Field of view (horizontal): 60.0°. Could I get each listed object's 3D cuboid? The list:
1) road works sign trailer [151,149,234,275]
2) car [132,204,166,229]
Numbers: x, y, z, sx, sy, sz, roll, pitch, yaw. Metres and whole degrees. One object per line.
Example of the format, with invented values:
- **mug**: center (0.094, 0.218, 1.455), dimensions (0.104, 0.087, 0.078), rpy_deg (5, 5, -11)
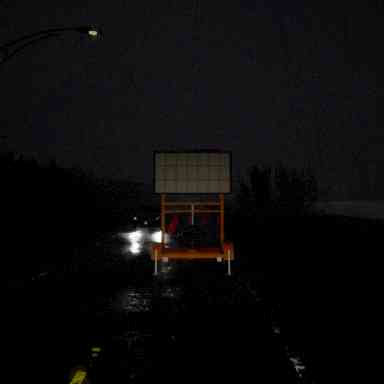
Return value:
- **road works sign trailer**: center (0.019, 0.471, 10.417), dimensions (2.380, 3.560, 2.880), rpy_deg (0, 0, 0)
- **car**: center (-2.711, 1.547, 21.894), dimensions (1.812, 1.442, 4.674), rpy_deg (0, 0, 0)
